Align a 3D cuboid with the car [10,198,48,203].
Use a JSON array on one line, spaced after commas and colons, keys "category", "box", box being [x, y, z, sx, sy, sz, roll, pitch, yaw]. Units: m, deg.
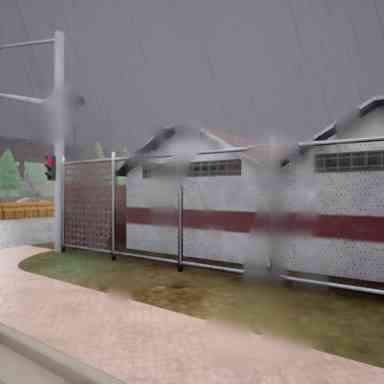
[{"category": "car", "box": [-20.281, 1.477, 40.890, 1.882, 1.535, 5.008, 0, 0, 34]}]
